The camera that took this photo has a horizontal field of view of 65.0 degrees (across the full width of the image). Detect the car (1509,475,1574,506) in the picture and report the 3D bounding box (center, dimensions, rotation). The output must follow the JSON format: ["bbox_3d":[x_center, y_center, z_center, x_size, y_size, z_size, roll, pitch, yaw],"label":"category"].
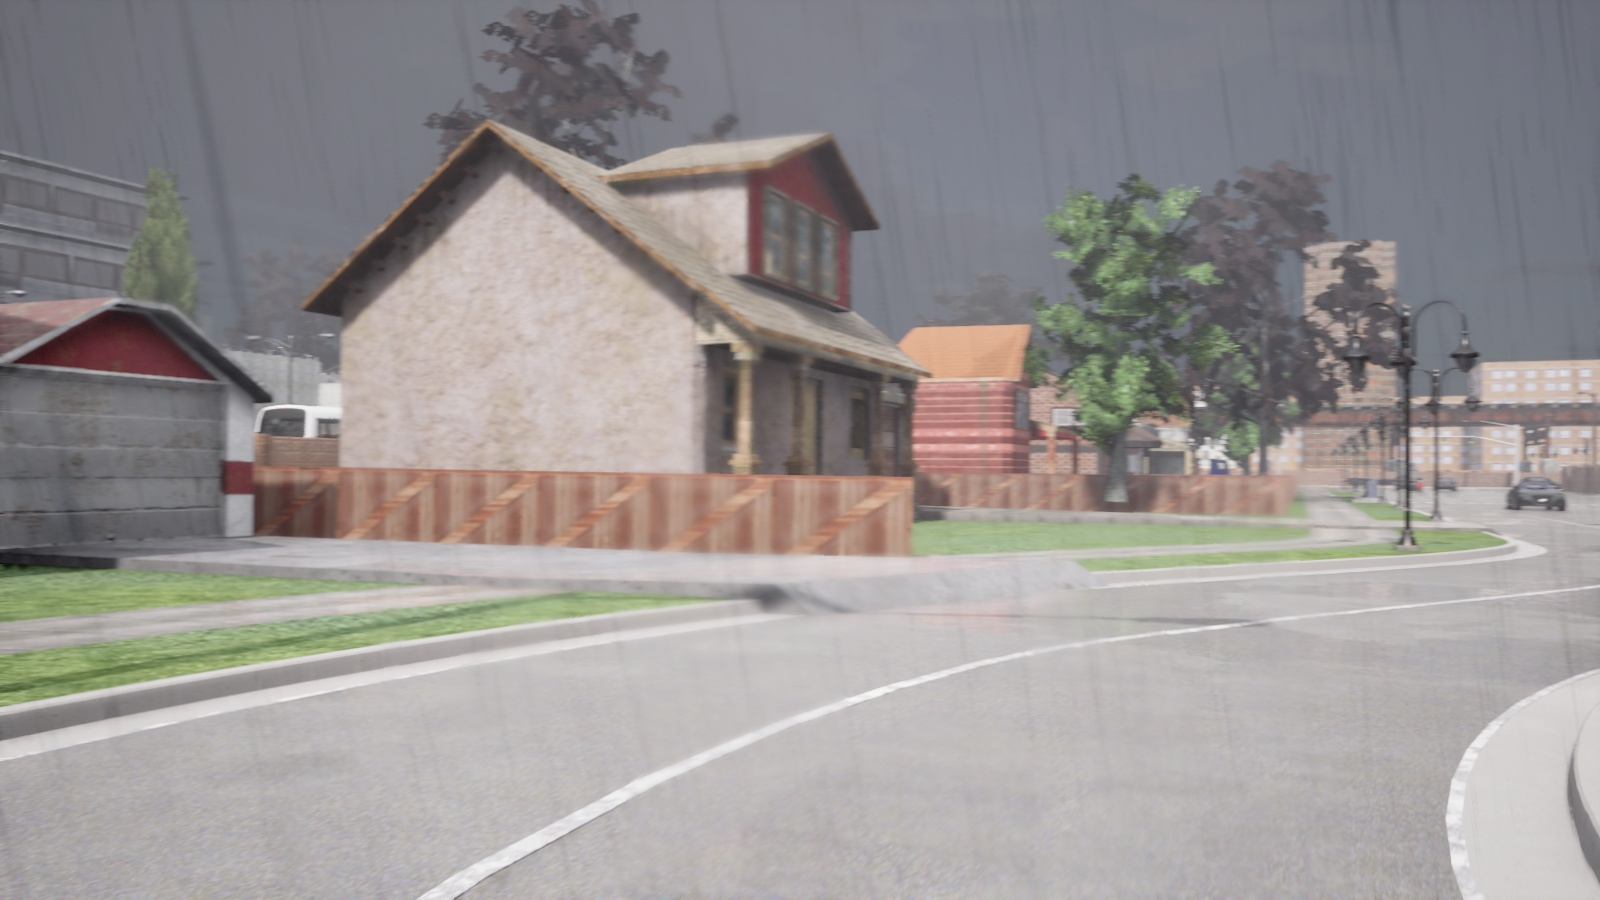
[{"bbox_3d":[34.331,1.848,58.238,1.994,1.385,4.181,0,-1,22],"label":"car"}]

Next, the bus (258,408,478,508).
[{"bbox_3d":[-19.997,0.445,59.117,3.944,4.253,10.273,0,-1,23],"label":"bus"}]
